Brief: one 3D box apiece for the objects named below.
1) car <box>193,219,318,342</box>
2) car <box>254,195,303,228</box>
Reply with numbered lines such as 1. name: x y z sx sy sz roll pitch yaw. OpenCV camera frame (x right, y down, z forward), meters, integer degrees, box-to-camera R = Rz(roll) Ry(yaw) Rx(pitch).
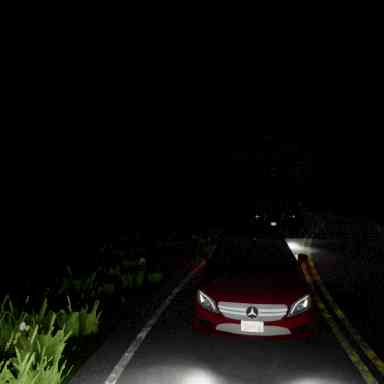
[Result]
1. car: 1.229 1.534 6.728 1.812 1.442 4.674 -1 0 11
2. car: 5.054 1.213 19.017 2.150 2.045 5.566 -2 -1 22
